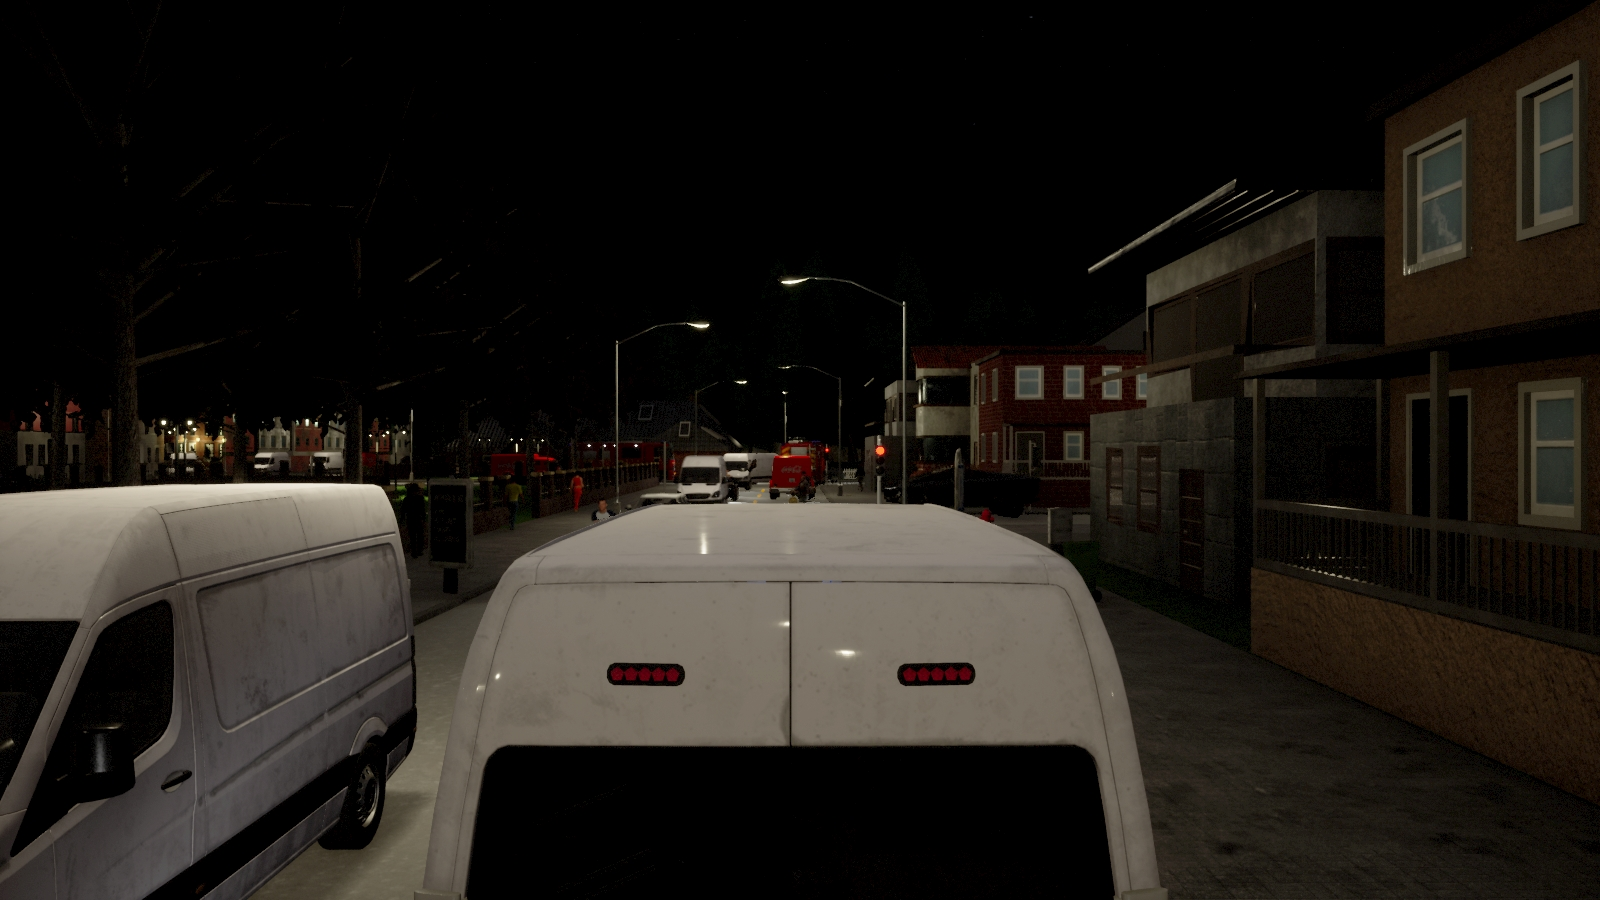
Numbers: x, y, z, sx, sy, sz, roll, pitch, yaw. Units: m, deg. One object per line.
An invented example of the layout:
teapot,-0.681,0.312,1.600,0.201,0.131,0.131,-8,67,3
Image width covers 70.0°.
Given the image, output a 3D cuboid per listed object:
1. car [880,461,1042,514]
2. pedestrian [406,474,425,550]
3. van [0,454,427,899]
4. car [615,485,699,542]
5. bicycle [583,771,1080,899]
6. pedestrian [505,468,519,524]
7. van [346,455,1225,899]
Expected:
car,6.601,1.534,47.345,6.274,2.098,2.390,0,0,-3
pedestrian,-9.479,1.525,28.176,0.375,1.860,0.375,0,0,-4
van,-4.032,1.314,6.374,1.988,2.561,5.915,0,0,0
car,-4.192,1.845,34.049,1.970,1.475,3.806,0,0,1
bicycle,0.167,1.940,4.063,1.835,1.271,0.329,0,1,-28
pedestrian,-9.613,1.526,38.154,0.375,1.860,0.375,0,0,0
van,-0.041,1.314,5.541,1.988,2.561,5.915,0,0,0
